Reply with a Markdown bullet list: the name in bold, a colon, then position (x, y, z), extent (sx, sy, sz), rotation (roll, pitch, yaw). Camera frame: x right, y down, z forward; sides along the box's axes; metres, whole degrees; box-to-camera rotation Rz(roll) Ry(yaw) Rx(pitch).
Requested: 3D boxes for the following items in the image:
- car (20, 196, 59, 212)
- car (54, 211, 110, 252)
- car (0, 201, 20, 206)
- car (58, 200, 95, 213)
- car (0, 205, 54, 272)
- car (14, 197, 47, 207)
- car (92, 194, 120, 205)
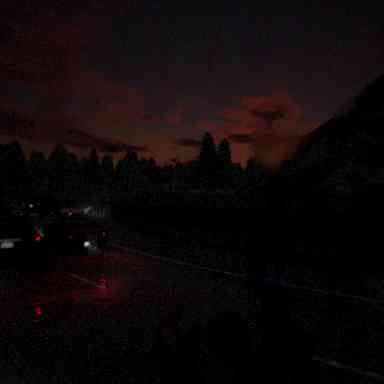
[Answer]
- **car**: position (-15.344, 1.424, 34.228), extent (2.150, 2.045, 5.566), rotation (-1, 0, -2)
- **car**: position (-5.427, 1.781, 15.065), extent (1.895, 1.301, 4.718), rotation (1, -1, -34)
- **car**: position (-18.449, 1.697, 31.358), extent (1.837, 1.490, 4.892), rotation (-2, 0, -5)
- **car**: position (-11.772, 1.851, 34.232), extent (1.895, 1.301, 4.718), rotation (1, 1, -3)
- **car**: position (-6.276, 1.458, 10.505), extent (2.097, 1.767, 4.553), rotation (1, -1, -40)
- **car**: position (-28.536, 1.732, 58.840), extent (2.033, 1.411, 5.357), rotation (0, 0, 20)
- **car**: position (-16.316, 1.396, 61.783), extent (2.150, 2.045, 5.566), rotation (0, 0, 20)
